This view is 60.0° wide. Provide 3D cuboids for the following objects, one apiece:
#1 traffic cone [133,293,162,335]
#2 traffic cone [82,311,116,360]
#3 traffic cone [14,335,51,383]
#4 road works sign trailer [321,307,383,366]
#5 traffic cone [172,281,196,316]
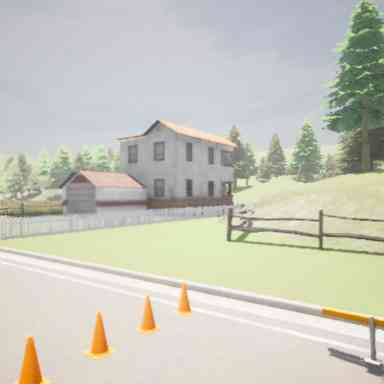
[{"bbox_3d":[-0.739,1.991,5.544,0.340,0.580,0.340,0,0,36],"label":"traffic cone"},{"bbox_3d":[-1.322,1.988,4.731,0.340,0.580,0.340,0,0,36],"label":"traffic cone"},{"bbox_3d":[-1.904,1.985,3.919,0.340,0.580,0.340,0,0,36],"label":"traffic cone"},{"bbox_3d":[2.870,0.324,3.771,2.880,3.560,2.380,-3,-3,43],"label":"road works sign trailer"},{"bbox_3d":[-0.157,1.994,6.357,0.340,0.580,0.340,0,0,36],"label":"traffic cone"}]
